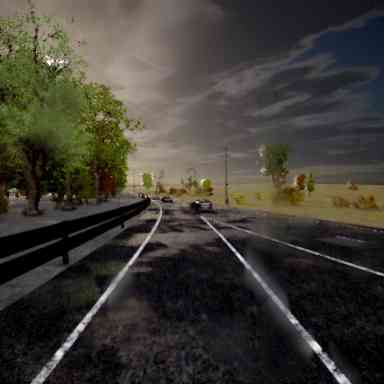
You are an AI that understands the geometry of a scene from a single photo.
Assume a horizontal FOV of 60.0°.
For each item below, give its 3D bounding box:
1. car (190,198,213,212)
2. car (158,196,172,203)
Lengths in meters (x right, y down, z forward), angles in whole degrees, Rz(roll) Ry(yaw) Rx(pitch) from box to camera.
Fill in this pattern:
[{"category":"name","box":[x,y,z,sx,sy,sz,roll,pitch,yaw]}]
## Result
[{"category":"car","box":[1.003,1.459,38.141,2.128,1.511,4.902,0,0,-11]},{"category":"car","box":[-5.437,1.542,70.571,1.994,1.385,4.181,0,0,-11]}]
